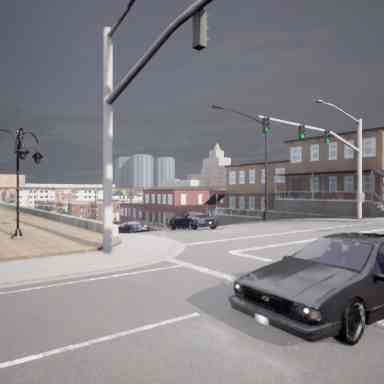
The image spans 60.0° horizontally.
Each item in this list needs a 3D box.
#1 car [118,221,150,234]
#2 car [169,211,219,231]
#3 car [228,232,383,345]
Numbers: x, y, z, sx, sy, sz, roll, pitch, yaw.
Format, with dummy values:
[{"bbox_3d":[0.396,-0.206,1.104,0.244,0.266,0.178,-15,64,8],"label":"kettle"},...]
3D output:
[{"bbox_3d":[-5.825,3.505,32.133,1.812,1.442,4.674,0,-12,-37],"label":"car"},{"bbox_3d":[0.042,2.054,24.162,1.994,1.385,4.181,0,-4,-36],"label":"car"},{"bbox_3d":[3.279,1.545,6.522,5.357,1.411,2.033,0,0,-33],"label":"car"}]
